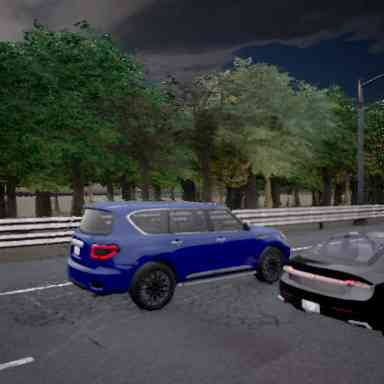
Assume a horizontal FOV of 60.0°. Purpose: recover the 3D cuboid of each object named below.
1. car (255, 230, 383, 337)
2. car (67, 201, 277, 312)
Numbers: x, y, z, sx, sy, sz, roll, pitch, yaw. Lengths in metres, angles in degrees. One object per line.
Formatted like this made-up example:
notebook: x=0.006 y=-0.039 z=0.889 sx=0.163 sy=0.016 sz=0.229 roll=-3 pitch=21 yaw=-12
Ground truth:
car: x=3.768 y=1.516 z=6.433 sx=4.902 sy=1.511 sz=2.128 roll=0 pitch=0 yaw=-35
car: x=-0.049 y=1.238 z=8.009 sx=5.566 sy=2.045 sz=2.150 roll=0 pitch=0 yaw=-35
